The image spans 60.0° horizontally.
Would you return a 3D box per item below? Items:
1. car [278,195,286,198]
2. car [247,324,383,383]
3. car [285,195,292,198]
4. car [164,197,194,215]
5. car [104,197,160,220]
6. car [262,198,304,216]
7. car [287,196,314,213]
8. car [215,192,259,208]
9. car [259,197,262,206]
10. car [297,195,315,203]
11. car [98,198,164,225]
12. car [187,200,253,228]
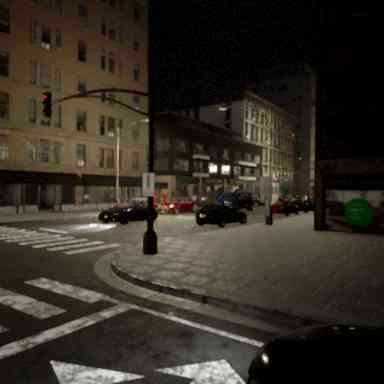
[{"bbox_3d":[14.811,1.219,52.908,1.967,1.590,4.097,1,1,36],"label":"car"},{"bbox_3d":[2.550,1.539,1.863,4.674,1.442,1.812,1,0,36],"label":"car"},{"bbox_3d":[16.161,1.360,50.278,1.812,1.442,4.674,1,1,36],"label":"car"},{"bbox_3d":[-1.356,1.205,30.597,1.967,1.590,4.097,1,1,36],"label":"car"},{"bbox_3d":[-4.590,1.205,26.134,1.967,1.590,4.097,1,1,36],"label":"car"},{"bbox_3d":[8.373,1.473,30.352,1.802,1.307,4.206,1,1,36],"label":"car"},{"bbox_3d":[11.607,1.459,34.814,1.947,1.339,4.313,1,1,36],"label":"car"},{"bbox_3d":[4.388,1.025,34.191,2.150,2.045,5.566,1,1,36],"label":"car"},{"bbox_3d":[8.343,1.320,43.984,2.008,1.369,4.403,1,1,36],"label":"car"},{"bbox_3d":[21.277,1.343,61.834,2.008,1.369,4.403,1,1,36],"label":"car"},{"bbox_3d":[-4.203,1.369,22.348,1.994,1.385,4.181,1,1,36],"label":"car"},{"bbox_3d":[1.905,1.457,21.427,1.947,1.339,4.313,1,1,36],"label":"car"}]
